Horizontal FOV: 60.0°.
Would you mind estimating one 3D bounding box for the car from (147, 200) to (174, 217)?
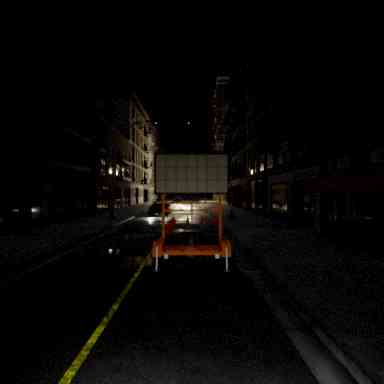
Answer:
[{"bbox_3d":[-3.132,1.570,32.193,2.033,1.411,5.357,0,0,0],"label":"car"}]

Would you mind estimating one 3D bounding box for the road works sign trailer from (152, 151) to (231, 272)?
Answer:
[{"bbox_3d":[-0.006,0.467,10.826,2.380,3.560,2.880,0,0,0],"label":"road works sign trailer"}]

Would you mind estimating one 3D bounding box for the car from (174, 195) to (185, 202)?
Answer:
[{"bbox_3d":[-3.069,1.644,72.841,1.812,1.442,4.674,0,0,0],"label":"car"}]
